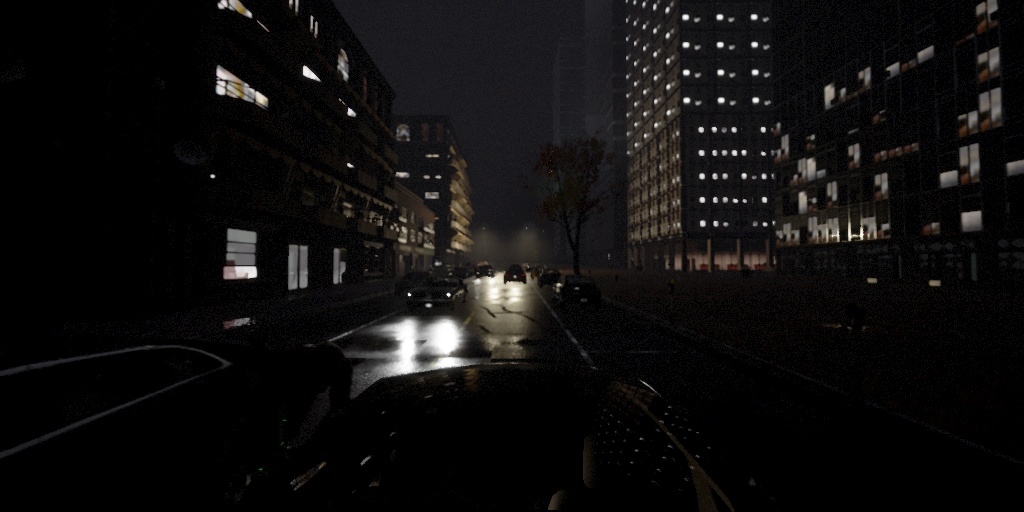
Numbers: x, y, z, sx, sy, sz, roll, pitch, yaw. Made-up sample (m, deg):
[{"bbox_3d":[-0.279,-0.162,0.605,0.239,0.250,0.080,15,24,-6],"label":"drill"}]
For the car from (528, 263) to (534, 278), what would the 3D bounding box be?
[{"bbox_3d":[2.874,1.747,38.351,1.751,1.417,4.829,0,0,0],"label":"car"}]

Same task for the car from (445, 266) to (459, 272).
[{"bbox_3d":[-5.565,1.626,27.086,2.007,1.370,4.403,0,0,0],"label":"car"}]

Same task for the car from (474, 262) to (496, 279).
[{"bbox_3d":[-2.910,1.746,39.742,1.837,1.490,4.892,0,-1,0],"label":"car"}]

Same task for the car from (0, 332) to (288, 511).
[{"bbox_3d":[-3.125,1.240,1.573,2.128,1.511,4.902,0,-1,0],"label":"car"}]

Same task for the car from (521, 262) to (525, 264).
[{"bbox_3d":[0.313,1.812,44.629,1.837,1.490,4.892,0,0,0],"label":"car"}]

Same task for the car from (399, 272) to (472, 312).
[{"bbox_3d":[-3.032,1.524,15.281,1.895,1.301,4.718,0,-1,0],"label":"car"}]

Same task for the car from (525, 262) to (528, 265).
[{"bbox_3d":[2.960,1.992,54.888,2.007,1.370,4.403,0,0,0],"label":"car"}]

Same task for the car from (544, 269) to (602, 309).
[{"bbox_3d":[2.758,1.483,15.903,2.007,1.370,4.403,0,0,0],"label":"car"}]

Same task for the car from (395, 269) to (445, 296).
[{"bbox_3d":[-5.594,1.569,21.517,1.948,1.339,4.313,0,0,0],"label":"car"}]

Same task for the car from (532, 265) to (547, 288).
[{"bbox_3d":[2.816,1.627,27.042,2.007,1.370,4.403,0,0,0],"label":"car"}]

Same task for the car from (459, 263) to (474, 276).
[{"bbox_3d":[-5.508,1.786,38.225,1.948,1.339,4.313,0,0,0],"label":"car"}]

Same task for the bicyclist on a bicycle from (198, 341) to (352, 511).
[{"bbox_3d":[-1.500,1.142,2.328,0.582,1.620,1.656,24,15,-33],"label":"bicyclist on a bicycle"}]

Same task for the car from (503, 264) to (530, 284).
[{"bbox_3d":[0.248,1.698,31.530,1.994,1.385,4.181,0,-1,0],"label":"car"}]
